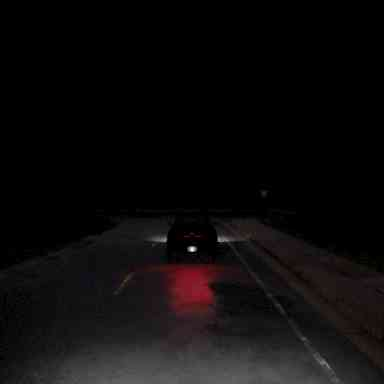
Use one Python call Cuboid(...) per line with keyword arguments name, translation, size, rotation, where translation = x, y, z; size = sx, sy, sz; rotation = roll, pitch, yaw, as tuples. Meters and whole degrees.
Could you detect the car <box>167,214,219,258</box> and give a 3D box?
Cuboid(name="car", translation=(0.025, 1.653, 13.488), size=(1.837, 1.490, 4.892), rotation=(0, 0, 0))
